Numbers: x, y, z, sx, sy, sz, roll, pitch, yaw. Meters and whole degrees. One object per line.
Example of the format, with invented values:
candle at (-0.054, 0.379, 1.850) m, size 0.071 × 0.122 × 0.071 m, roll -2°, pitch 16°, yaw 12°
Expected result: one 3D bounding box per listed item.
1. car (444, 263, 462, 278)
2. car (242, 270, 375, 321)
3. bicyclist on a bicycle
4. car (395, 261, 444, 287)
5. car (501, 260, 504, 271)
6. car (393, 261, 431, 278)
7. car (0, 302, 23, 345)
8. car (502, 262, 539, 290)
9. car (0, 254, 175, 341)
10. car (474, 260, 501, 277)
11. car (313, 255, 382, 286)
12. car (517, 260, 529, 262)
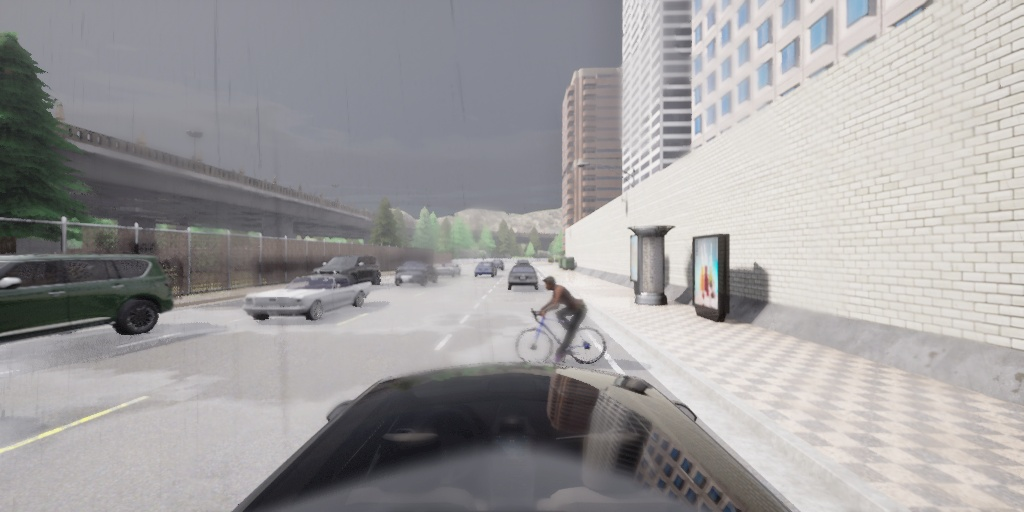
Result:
car at (-6.066, 1.333, 34.139) m, size 1.895 × 1.301 × 4.718 m, roll 0°, pitch 0°, yaw 2°
car at (-6.805, 1.345, 12.502) m, size 1.895 × 1.301 × 4.718 m, roll 0°, pitch 0°, yaw 2°
bicyclist on a bicycle at (0.868, 1.186, 6.514) m, size 1.656 × 1.620 × 0.582 m, roll -2°, pitch 0°, yaw 2°
car at (-6.354, 1.230, 24.263) m, size 2.128 × 1.511 × 4.902 m, roll 0°, pitch 0°, yaw 2°
car at (-2.025, 1.271, 49.189) m, size 2.033 × 1.411 × 5.357 m, roll 0°, pitch 0°, yaw 2°
car at (-9.551, 1.224, 34.606) m, size 2.128 × 1.511 × 4.902 m, roll 0°, pitch 0°, yaw 2°
car at (-7.132, 1.297, 1.759) m, size 2.033 × 1.411 × 5.357 m, roll 0°, pitch 0°, yaw 2°
car at (0.702, 1.286, 22.650) m, size 2.033 × 1.411 × 5.357 m, roll 0°, pitch 0°, yaw 2°
car at (-10.458, 0.967, 7.550) m, size 2.150 × 2.045 × 5.566 m, roll 0°, pitch 0°, yaw 2°
car at (-2.467, 1.279, 34.561) m, size 2.033 × 1.411 × 5.357 m, roll 0°, pitch 0°, yaw 2°
car at (-9.946, 0.962, 22.008) m, size 2.150 × 2.045 × 5.566 m, roll 0°, pitch 0°, yaw 2°
car at (1.337, 1.231, 43.432) m, size 1.837 × 1.490 × 4.892 m, roll 0°, pitch 0°, yaw 1°
